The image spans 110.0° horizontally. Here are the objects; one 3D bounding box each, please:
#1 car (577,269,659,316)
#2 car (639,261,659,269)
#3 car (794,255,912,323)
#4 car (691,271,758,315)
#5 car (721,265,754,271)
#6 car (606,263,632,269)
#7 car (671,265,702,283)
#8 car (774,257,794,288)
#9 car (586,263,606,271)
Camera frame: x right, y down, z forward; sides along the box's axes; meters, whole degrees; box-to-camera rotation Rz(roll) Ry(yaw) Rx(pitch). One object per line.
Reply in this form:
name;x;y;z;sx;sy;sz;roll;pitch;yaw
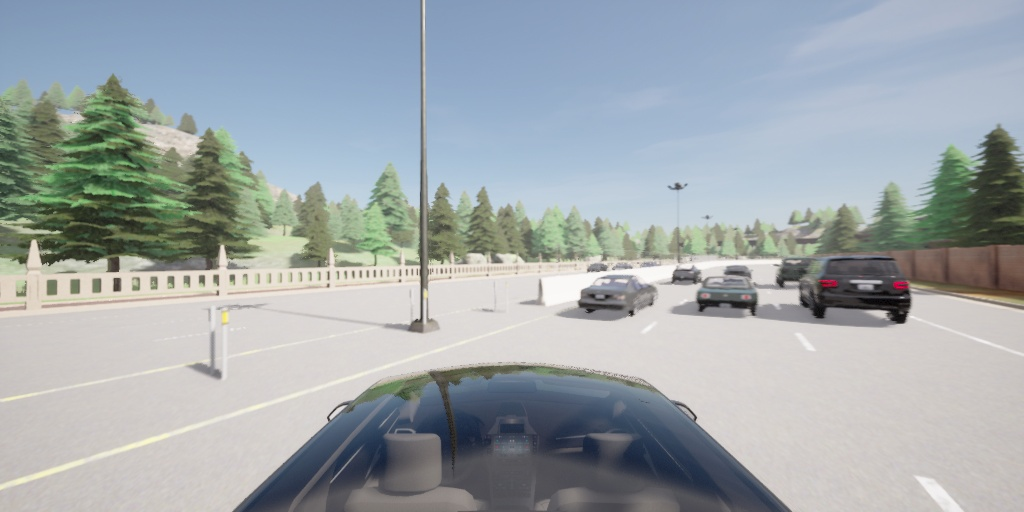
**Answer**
car;4.304;1.409;14.088;2.033;1.411;5.357;-1;-1;33
car;18.776;1.511;49.223;2.097;1.767;4.553;-1;-1;33
car;11.684;1.007;12.595;2.150;2.045;5.566;-1;-1;33
car;8.529;1.430;14.152;1.895;1.301;4.718;-1;-1;33
car;17.432;1.425;27.773;1.837;1.490;4.892;-1;0;34
car;15.475;1.692;50.573;2.128;1.511;4.902;-1;-1;33
car;14.460;1.456;29.624;2.128;1.511;4.902;-1;-1;34
car;19.695;1.090;24.860;2.150;2.045;5.566;-1;0;34
car;12.439;1.749;52.321;1.837;1.490;4.892;-1;0;33
